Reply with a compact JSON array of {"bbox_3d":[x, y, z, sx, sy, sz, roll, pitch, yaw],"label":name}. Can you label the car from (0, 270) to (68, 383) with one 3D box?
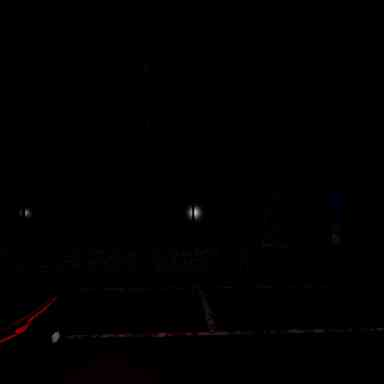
[{"bbox_3d":[-4.014,1.477,3.626,5.008,1.535,1.882,0,0,-3],"label":"car"}]
